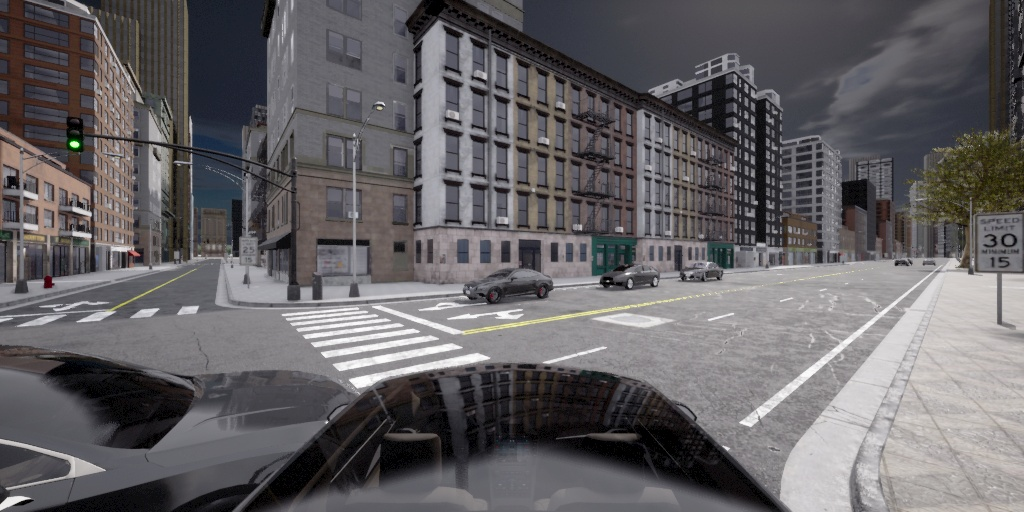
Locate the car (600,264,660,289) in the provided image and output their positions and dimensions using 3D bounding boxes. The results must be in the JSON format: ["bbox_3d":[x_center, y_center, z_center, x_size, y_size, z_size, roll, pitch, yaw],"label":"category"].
[{"bbox_3d":[7.616,1.258,22.968,4.892,1.490,1.837,0,0,-39],"label":"car"}]

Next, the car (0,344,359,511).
[{"bbox_3d":[-3.224,1.257,1.754,4.892,1.490,1.837,0,0,-35],"label":"car"}]

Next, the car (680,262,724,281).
[{"bbox_3d":[15.615,1.236,29.452,4.902,1.511,2.128,0,0,-39],"label":"car"}]

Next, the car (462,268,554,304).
[{"bbox_3d":[-0.065,1.287,16.731,4.674,1.442,1.812,0,0,-39],"label":"car"}]
